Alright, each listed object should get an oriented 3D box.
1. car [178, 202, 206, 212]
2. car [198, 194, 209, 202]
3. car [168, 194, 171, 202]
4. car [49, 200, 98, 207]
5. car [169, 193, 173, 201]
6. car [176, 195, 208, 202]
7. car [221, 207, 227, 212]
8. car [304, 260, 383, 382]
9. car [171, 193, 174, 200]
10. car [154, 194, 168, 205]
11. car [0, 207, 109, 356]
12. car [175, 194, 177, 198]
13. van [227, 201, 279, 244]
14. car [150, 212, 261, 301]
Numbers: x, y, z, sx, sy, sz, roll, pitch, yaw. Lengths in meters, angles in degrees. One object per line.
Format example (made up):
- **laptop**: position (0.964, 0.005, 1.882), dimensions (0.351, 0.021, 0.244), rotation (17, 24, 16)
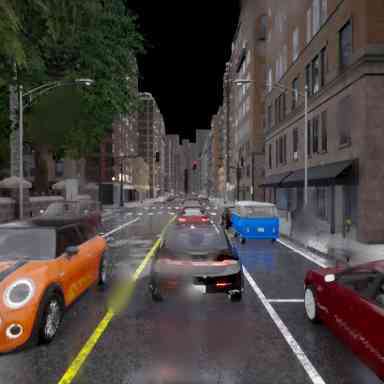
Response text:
- **car**: position (0.091, 1.519, 18.536), dimensions (1.812, 1.442, 4.674), rotation (0, 0, 0)
- **car**: position (2.803, 1.386, 75.624), dimensions (1.967, 1.590, 4.097), rotation (0, 0, 0)
- **car**: position (-5.713, 1.502, 64.680), dimensions (2.008, 1.369, 4.403), rotation (0, 0, 0)
- **car**: position (-5.680, 1.310, 15.541), dimensions (2.192, 1.841, 5.009), rotation (0, 0, 0)
- **car**: position (-5.717, 1.493, 70.131), dimensions (1.887, 1.381, 4.507), rotation (0, 0, 0)
- **car**: position (0.029, 1.338, 27.493), dimensions (2.097, 1.767, 4.553), rotation (0, 0, 2)
- **car**: position (2.841, 1.557, 21.247), dimensions (1.947, 1.339, 4.313), rotation (0, 0, 0)
- **car**: position (2.853, 1.544, 4.266), dimensions (1.887, 1.381, 4.507), rotation (0, 0, 0)
- **car**: position (-5.721, 1.491, 75.582), dimensions (1.887, 1.381, 4.507), rotation (0, 0, 0)
- **car**: position (-5.710, 1.480, 59.059), dimensions (1.752, 1.417, 4.829), rotation (0, 0, 0)
- **car**: position (-3.101, 1.351, 6.341), dimensions (2.097, 1.767, 4.553), rotation (0, 0, 0)
- **car**: position (-5.728, 1.496, 86.483), dimensions (2.008, 1.369, 4.403), rotation (0, 0, 0)
- **van**: position (2.845, 1.336, 15.586), dimensions (1.690, 1.788, 3.998), rotation (0, 0, 0)
- **car**: position (0.094, 1.490, 8.274), dimensions (2.128, 1.511, 4.902), rotation (0, 0, 0)
